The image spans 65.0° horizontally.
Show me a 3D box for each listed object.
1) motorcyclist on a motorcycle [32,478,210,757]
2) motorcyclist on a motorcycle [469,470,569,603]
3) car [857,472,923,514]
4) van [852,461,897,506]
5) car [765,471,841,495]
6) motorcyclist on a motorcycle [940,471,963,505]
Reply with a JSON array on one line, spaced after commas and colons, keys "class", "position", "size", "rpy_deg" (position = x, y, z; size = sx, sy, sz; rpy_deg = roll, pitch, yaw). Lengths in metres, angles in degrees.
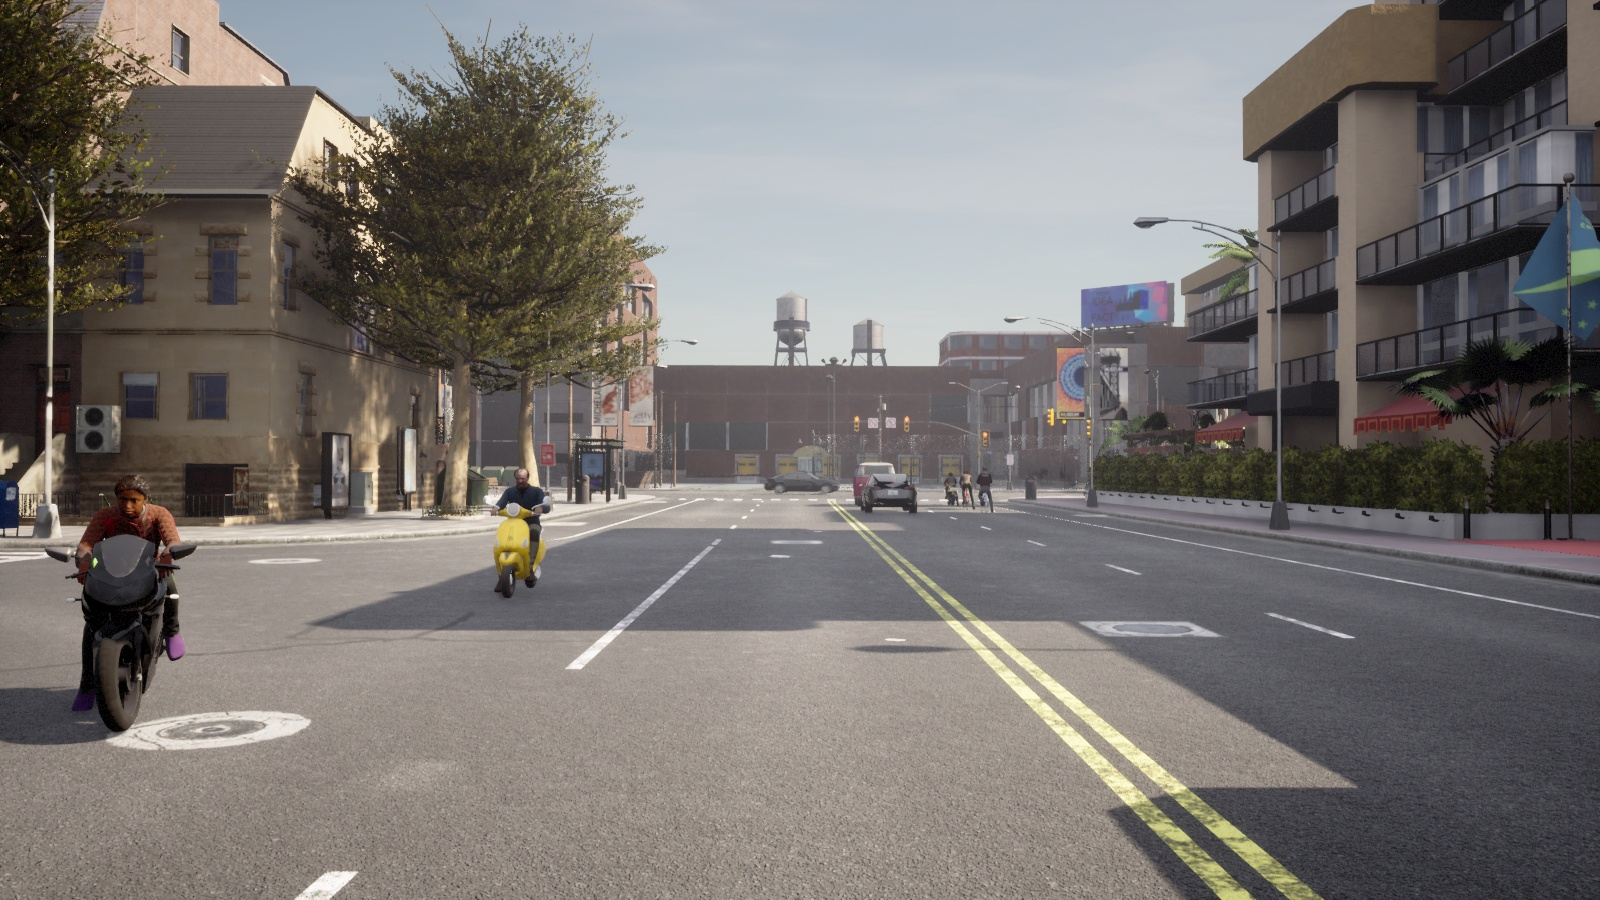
[{"class": "motorcyclist on a motorcycle", "position": [-4.264, 0.948, 8.029], "size": [0.797, 1.523, 2.044], "rpy_deg": [0, -1, -23]}, {"class": "motorcyclist on a motorcycle", "position": [-3.536, 1.050, 15.958], "size": [0.866, 1.590, 1.817], "rpy_deg": [0, -1, 0]}, {"class": "car", "position": [3.391, 1.608, 48.182], "size": [2.163, 1.488, 4.792], "rpy_deg": [0, -1, 0]}, {"class": "van", "position": [3.369, 1.512, 57.213], "size": [1.775, 1.987, 4.442], "rpy_deg": [0, -1, 0]}, {"class": "car", "position": [0.198, 2.187, 83.323], "size": [5.008, 1.535, 1.882], "rpy_deg": [0, -1, 0]}, {"class": "motorcyclist on a motorcycle", "position": [6.873, 1.725, 57.068], "size": [0.797, 1.523, 2.044], "rpy_deg": [0, -1, 0]}]
